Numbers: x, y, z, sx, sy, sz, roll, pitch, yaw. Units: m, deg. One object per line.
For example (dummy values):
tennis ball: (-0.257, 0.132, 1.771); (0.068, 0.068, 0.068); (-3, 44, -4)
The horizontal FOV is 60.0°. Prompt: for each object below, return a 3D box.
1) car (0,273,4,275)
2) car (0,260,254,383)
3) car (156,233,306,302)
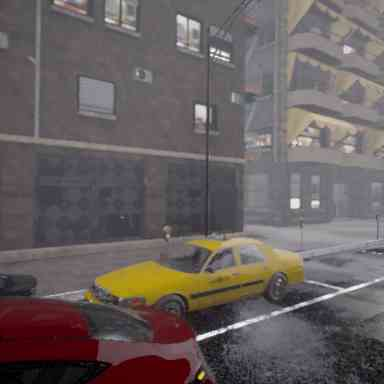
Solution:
car: (-4.013, 1.571, 3.635); (4.403, 1.369, 2.008); (0, 0, -36)
car: (-1.927, 1.538, 1.966); (4.674, 1.442, 1.812); (0, 0, -38)
car: (0.348, 1.559, 6.816); (4.829, 1.417, 1.752); (0, 0, -36)
